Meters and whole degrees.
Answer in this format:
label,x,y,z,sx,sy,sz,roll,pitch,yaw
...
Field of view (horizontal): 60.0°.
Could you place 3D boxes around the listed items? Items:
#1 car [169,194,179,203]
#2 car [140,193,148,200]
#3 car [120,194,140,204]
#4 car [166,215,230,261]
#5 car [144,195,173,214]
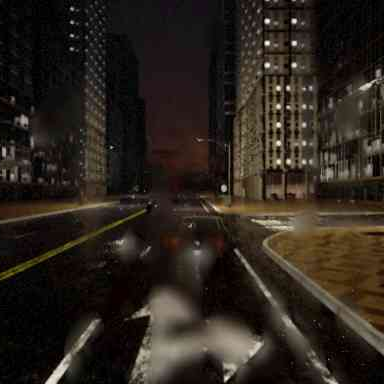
label,x,y,z,sx,sy,sz,roll,pitch,yaw
car,-3.180,1.040,55.170,2.033,1.411,5.357,0,1,0
car,-9.789,0.891,67.807,1.812,1.442,4.674,0,1,0
car,-9.834,1.126,51.549,1.895,1.301,4.718,0,1,0
car,0.345,1.483,11.886,1.895,1.301,4.718,1,1,4
car,-3.164,1.282,31.905,1.994,1.385,4.181,0,1,0
